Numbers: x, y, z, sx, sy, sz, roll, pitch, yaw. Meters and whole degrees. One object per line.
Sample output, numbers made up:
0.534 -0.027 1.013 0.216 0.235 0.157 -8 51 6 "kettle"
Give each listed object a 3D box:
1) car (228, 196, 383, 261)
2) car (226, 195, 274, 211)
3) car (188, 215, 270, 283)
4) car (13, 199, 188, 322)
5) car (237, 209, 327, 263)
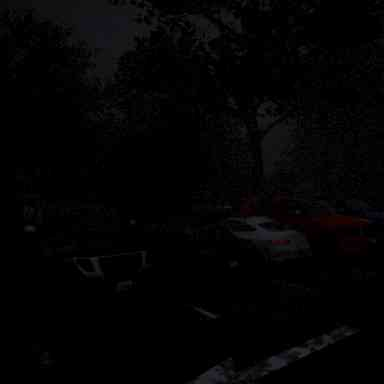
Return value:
4.070 1.191 12.673 2.435 2.045 5.566 0 0 -35 "car"
6.316 1.115 36.869 2.033 1.411 5.357 -4 3 -34 "car"
-0.477 1.460 9.460 2.097 1.535 5.008 0 0 -35 "car"
-2.733 1.219 7.823 2.435 2.045 5.566 0 0 -36 "car"
1.688 1.490 11.007 2.002 1.452 4.674 0 0 -35 "car"
